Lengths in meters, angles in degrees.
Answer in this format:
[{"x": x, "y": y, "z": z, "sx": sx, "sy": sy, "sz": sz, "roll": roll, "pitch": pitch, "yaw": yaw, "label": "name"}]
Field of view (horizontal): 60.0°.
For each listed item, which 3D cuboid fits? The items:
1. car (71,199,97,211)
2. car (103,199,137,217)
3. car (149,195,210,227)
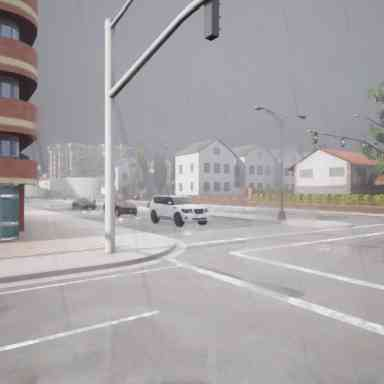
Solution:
[{"x": -13.623, "y": 1.548, "z": 41.715, "sx": 2.033, "sy": 1.411, "sz": 5.357, "roll": 0, "pitch": 0, "yaw": -35, "label": "car"}, {"x": -6.959, "y": 1.476, "z": 32.054, "sx": 1.882, "sy": 1.535, "sz": 5.008, "roll": 0, "pitch": 0, "yaw": -34, "label": "car"}, {"x": -1.053, "y": 1.221, "z": 23.514, "sx": 2.150, "sy": 2.045, "sz": 5.566, "roll": 0, "pitch": 0, "yaw": -35, "label": "car"}]
